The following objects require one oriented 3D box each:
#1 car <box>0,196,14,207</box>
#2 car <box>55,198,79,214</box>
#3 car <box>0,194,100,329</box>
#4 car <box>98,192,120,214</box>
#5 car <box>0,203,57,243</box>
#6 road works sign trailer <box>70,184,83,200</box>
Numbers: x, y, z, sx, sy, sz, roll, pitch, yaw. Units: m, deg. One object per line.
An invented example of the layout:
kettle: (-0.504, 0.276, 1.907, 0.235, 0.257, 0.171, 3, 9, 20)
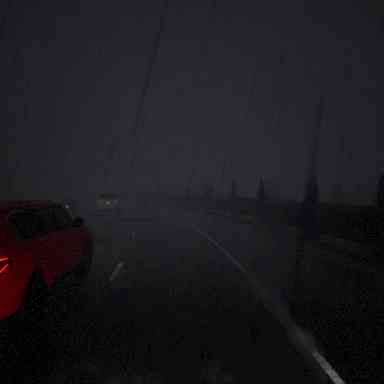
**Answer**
car: (-25.105, 1.234, 44.860, 1.994, 1.385, 4.181, 0, 0, -28)
car: (-12.140, 1.323, 32.526, 1.994, 1.385, 4.181, 0, 0, -18)
car: (-3.684, 1.170, 6.908, 2.150, 2.045, 5.566, 0, 0, -3)
car: (-8.020, 0.989, 31.298, 2.150, 2.045, 5.566, 0, 0, -16)
car: (-8.244, 1.383, 16.391, 1.837, 1.490, 4.892, 0, 0, -9)
road works sign trailer: (-24.520, -0.052, 69.674, 2.380, 3.560, 2.880, 0, 1, -42)
